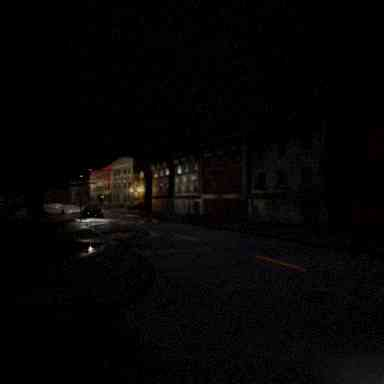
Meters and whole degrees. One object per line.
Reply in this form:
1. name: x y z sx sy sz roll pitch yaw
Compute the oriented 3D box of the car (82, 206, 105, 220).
1. car: -11.184 2.259 37.380 1.812 1.442 4.674 0 -1 -25
